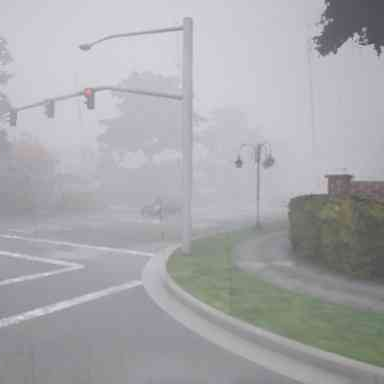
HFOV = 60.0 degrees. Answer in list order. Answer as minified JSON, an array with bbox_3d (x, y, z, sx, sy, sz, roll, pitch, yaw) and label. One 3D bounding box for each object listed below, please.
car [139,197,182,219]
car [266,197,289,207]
[{"bbox_3d":[-2.301,1.211,27.915,2.097,1.767,4.553,1,0,35],"label":"car"},{"bbox_3d":[12.581,1.457,49.077,1.895,1.301,4.718,1,0,35],"label":"car"}]
